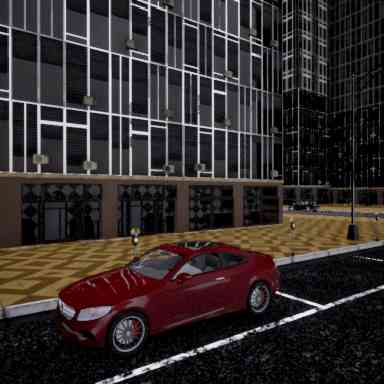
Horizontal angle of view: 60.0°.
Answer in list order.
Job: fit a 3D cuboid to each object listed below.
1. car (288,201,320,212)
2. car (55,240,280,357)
[{"bbox_3d":[15.183,1.899,45.317,2.008,1.369,4.403,-1,0,-36],"label":"car"},{"bbox_3d":[-0.186,1.582,5.969,4.206,1.307,1.802,0,0,-36],"label":"car"}]
